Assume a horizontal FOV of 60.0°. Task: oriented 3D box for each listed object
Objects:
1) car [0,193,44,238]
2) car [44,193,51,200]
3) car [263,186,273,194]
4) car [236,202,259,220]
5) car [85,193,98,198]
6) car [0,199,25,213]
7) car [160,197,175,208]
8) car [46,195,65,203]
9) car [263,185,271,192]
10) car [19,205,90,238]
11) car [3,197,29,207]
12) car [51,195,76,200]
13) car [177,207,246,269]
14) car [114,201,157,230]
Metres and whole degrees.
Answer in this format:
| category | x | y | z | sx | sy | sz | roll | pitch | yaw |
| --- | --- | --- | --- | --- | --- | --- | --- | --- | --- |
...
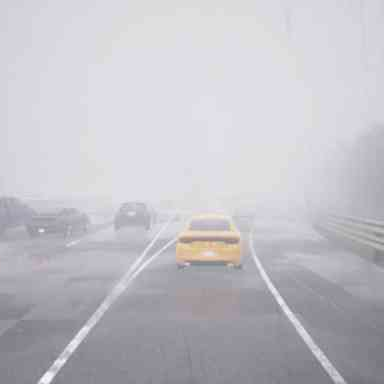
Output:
| category | x | y | z | sx | sy | sz | roll | pitch | yaw |
| --- | --- | --- | --- | --- | --- | --- | --- | --- | --- |
| car | -10.408 | 1.234 | 17.871 | 2.150 | 2.045 | 5.566 | 0 | 0 | 0 |
| car | -24.726 | 1.214 | 52.167 | 2.150 | 2.045 | 5.566 | 0 | 0 | 0 |
| car | 17.626 | -0.229 | 76.880 | 1.812 | 1.442 | 4.674 | 0 | 3 | 11 |
| car | 4.863 | 1.662 | 29.819 | 1.812 | 1.442 | 4.674 | 0 | 0 | 17 |
| car | -21.352 | 1.422 | 69.991 | 2.033 | 1.411 | 5.357 | 0 | 0 | -1 |
| car | -21.165 | 1.591 | 38.037 | 1.994 | 1.385 | 4.181 | 0 | 0 | 0 |
| car | -3.652 | 1.492 | 49.444 | 1.882 | 1.535 | 5.008 | 0 | 0 | 0 |
| car | -28.343 | 1.362 | 69.206 | 1.882 | 1.535 | 5.008 | 0 | 0 | -1 |
| car | 19.588 | -0.927 | 86.767 | 1.837 | 1.490 | 4.892 | 0 | 3 | 10 |
| car | -6.907 | 1.518 | 17.677 | 1.837 | 1.490 | 4.892 | 0 | 0 | 0 |
| car | -28.223 | 1.547 | 53.577 | 1.994 | 1.385 | 4.181 | 0 | 0 | 0 |
| car | -21.233 | 1.332 | 54.312 | 2.097 | 1.767 | 4.553 | 0 | 0 | 0 |
| car | 0.666 | 1.486 | 11.238 | 1.882 | 1.535 | 5.008 | 0 | 0 | 5 |
| car | -3.513 | 1.368 | 21.418 | 2.097 | 1.767 | 4.553 | 0 | 0 | 0 |
